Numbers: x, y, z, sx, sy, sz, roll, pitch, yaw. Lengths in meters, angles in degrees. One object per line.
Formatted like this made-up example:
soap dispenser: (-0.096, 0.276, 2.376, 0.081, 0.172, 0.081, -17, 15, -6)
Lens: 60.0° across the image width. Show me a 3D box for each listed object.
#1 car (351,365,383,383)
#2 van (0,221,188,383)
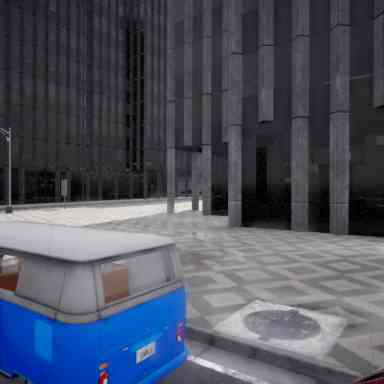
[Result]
car: (2.542, 1.441, 1.153, 4.097, 1.590, 1.967, 0, 0, 35)
van: (-1.958, 1.340, 4.357, 3.998, 1.788, 1.690, 0, 0, 35)
